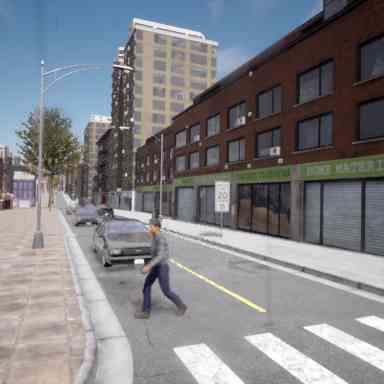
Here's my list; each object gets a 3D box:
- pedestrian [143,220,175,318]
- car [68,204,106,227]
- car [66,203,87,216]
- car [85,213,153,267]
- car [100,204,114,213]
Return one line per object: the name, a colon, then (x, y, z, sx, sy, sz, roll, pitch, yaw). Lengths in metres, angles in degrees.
pedestrian: (-0.598, 1.345, 6.015, 0.375, 1.860, 0.375, 1, 0, -23)
car: (-8.423, 1.942, 26.425, 2.033, 1.411, 5.357, 1, -1, -22)
car: (-15.175, 2.332, 42.953, 1.994, 1.385, 4.181, 1, -2, -23)
car: (-2.561, 1.698, 12.288, 2.033, 1.411, 5.357, 1, -1, -22)
car: (-10.194, 2.178, 38.385, 1.837, 1.490, 4.892, 1, -2, -22)
